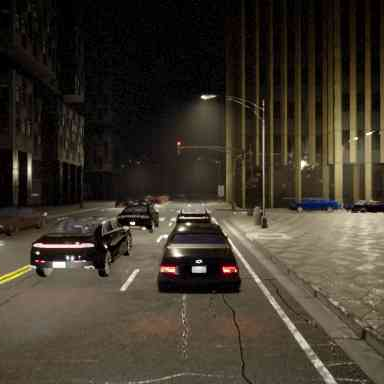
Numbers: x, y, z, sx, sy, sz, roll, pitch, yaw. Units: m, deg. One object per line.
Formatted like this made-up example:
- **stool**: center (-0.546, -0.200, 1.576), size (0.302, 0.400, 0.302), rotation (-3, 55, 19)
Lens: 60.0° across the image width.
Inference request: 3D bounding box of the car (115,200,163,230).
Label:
- **car**: center (-3.043, 1.460, 19.586), size (1.882, 1.535, 5.008), rotation (0, 0, 0)

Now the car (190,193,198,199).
- **car**: center (0.492, 1.117, 87.500), size (2.128, 1.511, 4.902), rotation (0, 0, 0)

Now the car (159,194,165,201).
- **car**: center (-6.267, 1.480, 56.801), size (1.895, 1.301, 4.718), rotation (0, 0, 1)

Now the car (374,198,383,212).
- **car**: center (22.197, 1.343, 34.989), size (4.902, 1.511, 2.128), rotation (0, 0, 0)

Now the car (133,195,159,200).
- **car**: center (-6.337, 1.408, 46.499), size (2.128, 1.511, 4.902), rotation (0, 0, 1)

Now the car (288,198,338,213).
- **car**: center (12.731, 1.369, 35.024), size (5.008, 1.535, 1.882), rotation (0, 0, 1)

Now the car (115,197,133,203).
- **car**: center (-9.581, 1.440, 47.130), size (1.812, 1.442, 4.674), rotation (0, 0, 0)

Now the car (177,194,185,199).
- **car**: center (-2.757, 1.187, 87.549), size (1.895, 1.301, 4.718), rotation (0, 0, 0)

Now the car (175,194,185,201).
- **car**: center (-2.817, 1.316, 77.097), size (2.128, 1.511, 4.902), rotation (0, 0, 0)

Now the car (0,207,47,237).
- **car**: center (-9.749, 1.532, 18.233), size (2.033, 1.411, 5.357), rotation (0, 0, 0)

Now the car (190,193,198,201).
- **car**: center (0.433, 1.291, 77.078), size (1.837, 1.490, 4.892), rotation (0, 0, 0)

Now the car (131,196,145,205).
- **car**: center (-9.496, 1.397, 58.841), size (1.812, 1.442, 4.674), rotation (0, 0, 1)

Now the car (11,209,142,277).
- **car**: center (-3.095, 1.487, 10.211), size (2.128, 1.511, 4.902), rotation (0, 0, 0)

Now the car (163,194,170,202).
- **car**: center (-6.091, 1.170, 73.172), size (2.097, 1.767, 4.553), rotation (0, 0, 0)

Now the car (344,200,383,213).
- **car**: center (17.304, 1.452, 31.791), size (4.718, 1.301, 1.895), rotation (0, 0, 0)

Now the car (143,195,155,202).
- **car**: center (-9.345, 1.357, 72.454), size (2.033, 1.411, 5.357), rotation (0, 0, 0)

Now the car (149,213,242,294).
- **car**: center (0.148, 1.544, 8.934), size (2.033, 1.411, 5.357), rotation (0, 0, 0)

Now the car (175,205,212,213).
- **car**: center (0.103, 1.475, 18.678), size (2.128, 1.511, 4.902), rotation (0, 0, 0)
